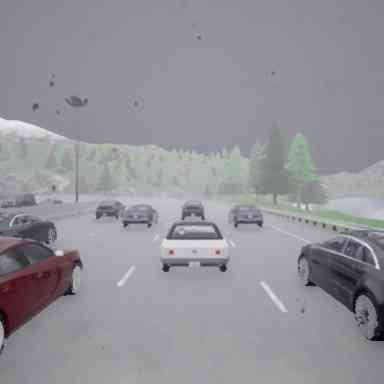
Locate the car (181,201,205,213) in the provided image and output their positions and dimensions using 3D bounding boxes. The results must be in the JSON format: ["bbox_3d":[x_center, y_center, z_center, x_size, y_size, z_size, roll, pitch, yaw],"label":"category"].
[{"bbox_3d":[0.087,1.518,28.743,1.837,1.490,4.892,0,0,0],"label":"car"}]

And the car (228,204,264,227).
[{"bbox_3d":[3.566,1.557,22.722,2.033,1.411,5.357,0,0,0],"label":"car"}]

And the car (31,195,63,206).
[{"bbox_3d":[-17.832,1.508,41.840,2.128,1.511,4.902,0,0,-3],"label":"car"}]

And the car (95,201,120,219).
[{"bbox_3d":[-6.913,1.518,28.761,1.837,1.490,4.892,0,0,0],"label":"car"}]

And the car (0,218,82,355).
[{"bbox_3d":[-3.451,1.480,5.639,1.882,1.535,5.008,0,0,1],"label":"car"}]

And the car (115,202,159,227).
[{"bbox_3d":[-3.436,1.557,22.722,2.033,1.411,5.357,0,0,0],"label":"car"}]

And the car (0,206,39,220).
[{"bbox_3d":[-6.914,1.498,12.790,2.128,1.511,4.902,0,0,0],"label":"car"}]

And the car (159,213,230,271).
[{"bbox_3d":[0.081,1.605,10.942,1.895,1.301,4.718,0,0,0],"label":"car"}]

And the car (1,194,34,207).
[{"bbox_3d":[-21.296,1.240,41.268,2.150,2.045,5.566,0,0,-2],"label":"car"}]

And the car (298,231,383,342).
[{"bbox_3d":[3.556,1.495,6.452,2.128,1.511,4.902,0,0,0],"label":"car"}]
